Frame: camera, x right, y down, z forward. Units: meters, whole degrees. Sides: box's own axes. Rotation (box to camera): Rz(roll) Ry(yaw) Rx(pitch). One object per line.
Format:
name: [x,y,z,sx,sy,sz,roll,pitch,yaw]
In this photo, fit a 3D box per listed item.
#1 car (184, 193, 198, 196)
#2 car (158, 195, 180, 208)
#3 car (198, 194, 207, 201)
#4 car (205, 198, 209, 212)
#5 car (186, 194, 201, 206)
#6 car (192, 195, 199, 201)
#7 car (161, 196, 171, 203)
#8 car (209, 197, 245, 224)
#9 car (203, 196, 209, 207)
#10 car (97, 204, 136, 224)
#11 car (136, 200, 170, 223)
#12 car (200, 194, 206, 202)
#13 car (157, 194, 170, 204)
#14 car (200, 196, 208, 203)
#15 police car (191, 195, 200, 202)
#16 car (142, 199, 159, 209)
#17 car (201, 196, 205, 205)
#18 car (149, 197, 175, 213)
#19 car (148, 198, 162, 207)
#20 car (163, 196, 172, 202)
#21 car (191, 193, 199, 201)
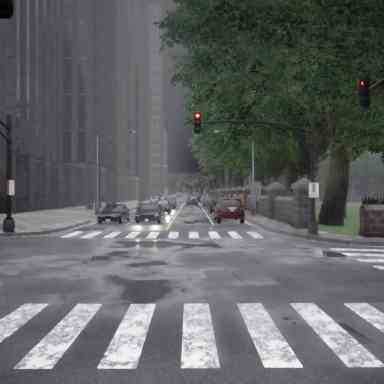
car: [0.025,1.406,65.004,2.097,1.767,4.553,0,0,0]
car: [-3.135,1.523,45.504,2.128,1.511,4.902,0,0,0]
car: [2.677,1.398,85.120,2.192,1.841,5.009,0,0,0]
car: [2.727,1.588,36.011,1.947,1.339,4.313,0,0,0]
car: [0.045,1.569,55.241,1.812,1.442,4.674,0,0,0]
car: [0.814,1.590,85.752,1.837,1.490,4.892,0,0,0]
car: [-5.837,1.610,74.194,1.887,1.381,4.507,0,0,0]
car: [2.738,1.325,25.099,2.192,1.841,5.009,0,0,0]
car: [2.722,1.578,41.467,2.008,1.369,4.403,0,0,0]
car: [-5.787,1.576,25.081,1.947,1.339,4.313,0,0,0]
car: [-3.126,1.558,25.599,2.033,1.411,5.357,0,0,0]
car: [2.711,1.480,52.381,1.967,1.590,4.097,0,0,0]
car: [-5.831,1.373,68.737,2.192,1.841,5.009,0,0,0]
car: [2.688,1.591,74.377,1.752,1.417,4.829,0,0,0]
police car: [0.824,1.494,75.862,1.930,1.638,5.238,0,0,0]
car: [-5.809,1.616,46.908,1.802,1.307,4.206,0,0,0]
car: [2.716,1.585,46.924,2.008,1.369,4.403,0,0,0]
car: [-3.121,1.546,35.237,1.812,1.442,4.674,0,0,0]
car: [-5.815,1.622,52.366,1.802,1.307,4.206,0,0,0]
car: [-5.843,1.619,79.651,1.887,1.381,4.507,0,0,0]
car: [0.808,1.318,91.783,2.150,2.045,5.566,0,0,0]
